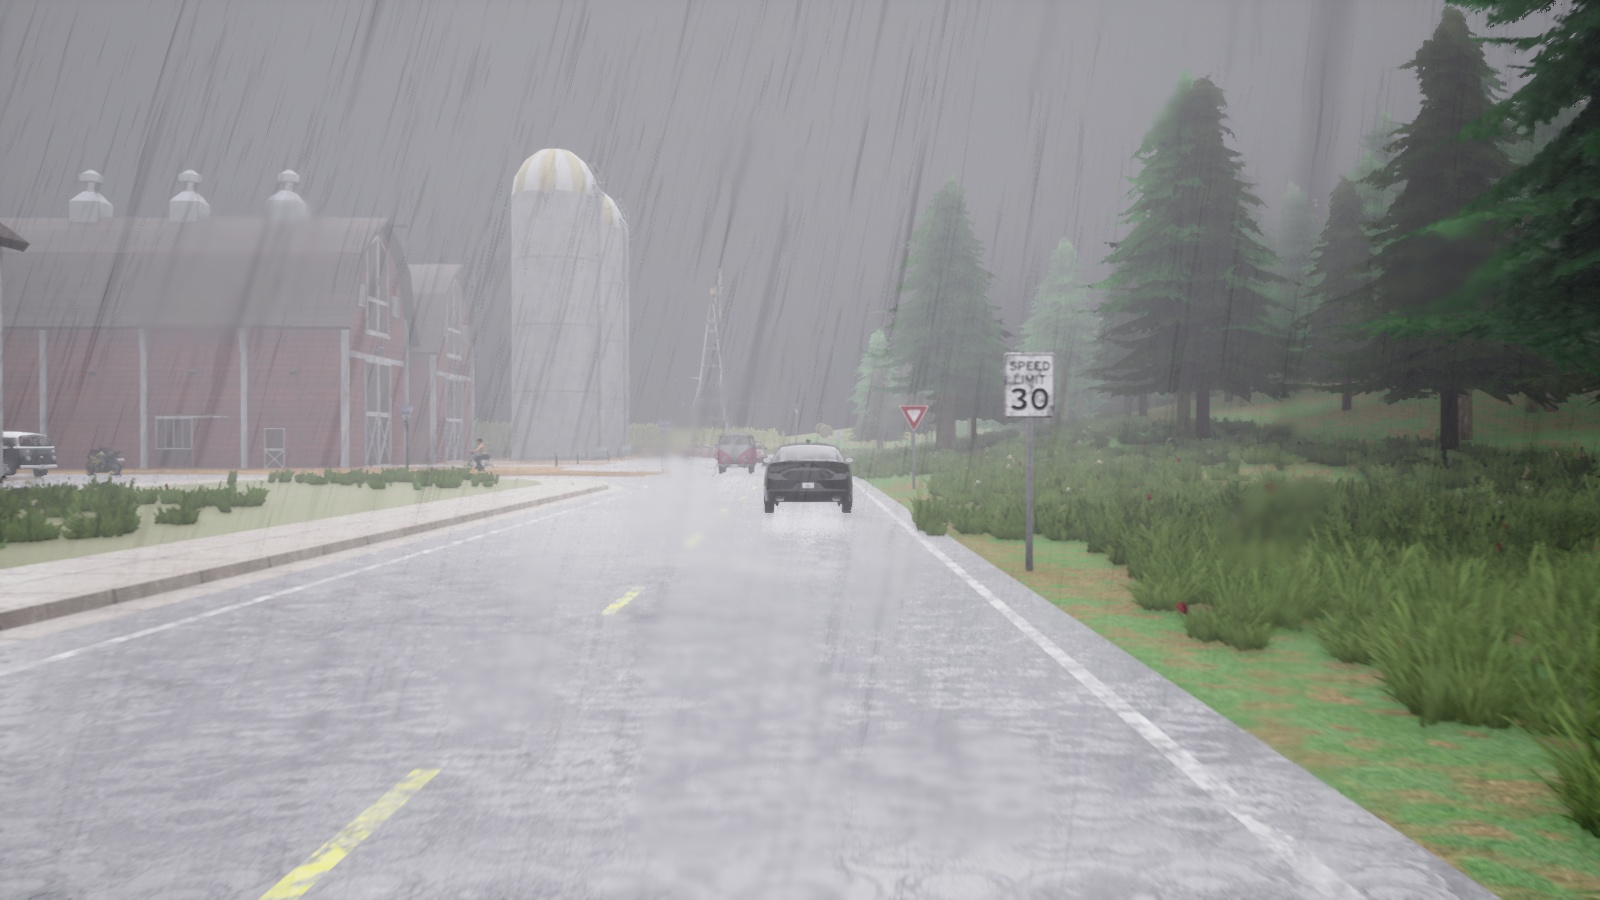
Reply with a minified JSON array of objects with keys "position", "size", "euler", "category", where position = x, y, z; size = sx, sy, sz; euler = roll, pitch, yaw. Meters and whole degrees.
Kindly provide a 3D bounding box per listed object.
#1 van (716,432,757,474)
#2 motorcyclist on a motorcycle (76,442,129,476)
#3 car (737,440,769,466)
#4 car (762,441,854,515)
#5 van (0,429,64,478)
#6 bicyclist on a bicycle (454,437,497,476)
[{"position":[-3.118,0.147,61.990],"size":[1.775,1.987,4.442],"euler":[0,0,0],"category":"van"},{"position":[-32.218,0.418,57.999],"size":[2.191,1.530,0.866],"euler":[0,0,19],"category":"motorcyclist on a motorcycle"},{"position":[-3.009,0.188,80.629],"size":[1.851,1.617,3.988],"euler":[0,0,0],"category":"car"},{"position":[0.182,0.565,28.321],"size":[1.882,1.535,5.008],"euler":[0,0,0],"category":"car"},{"position":[-35.001,0.118,55.315],"size":[4.480,2.038,2.069],"euler":[1,1,21],"category":"van"},{"position":[-13.554,0.296,52.519],"size":[1.509,1.612,0.866],"euler":[0,-1,11],"category":"bicyclist on a bicycle"}]
